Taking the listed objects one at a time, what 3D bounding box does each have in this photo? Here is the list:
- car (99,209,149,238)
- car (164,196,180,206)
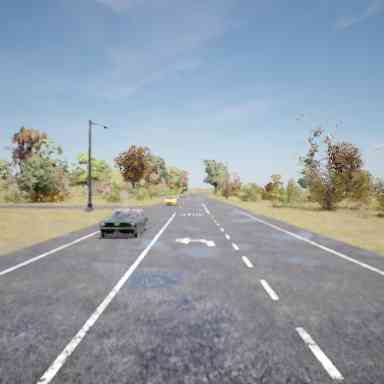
[{"bbox_3d":[-3.484,1.583,17.725,1.895,1.301,4.718,0,0,0],"label":"car"},{"bbox_3d":[-3.360,1.419,52.838,1.882,1.535,5.008,0,0,0],"label":"car"}]
